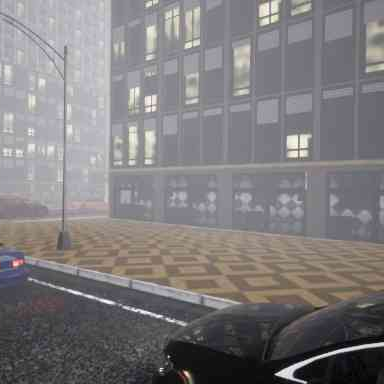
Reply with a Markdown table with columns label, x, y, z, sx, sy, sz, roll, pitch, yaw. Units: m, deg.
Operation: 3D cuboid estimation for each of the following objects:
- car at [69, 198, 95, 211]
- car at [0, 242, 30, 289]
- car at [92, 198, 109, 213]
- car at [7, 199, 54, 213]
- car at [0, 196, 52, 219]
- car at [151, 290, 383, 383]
| label | x | y | z | sx | sy | sz | roll | pitch | yaw |
| --- | --- | --- | --- | --- | --- | --- | --- | --- | --- |
| car | -13.758 | 1.563 | 43.649 | 2.097 | 1.767 | 4.553 | 1 | 0 | 37 |
| car | -6.046 | 1.543 | 8.016 | 5.357 | 1.411 | 2.033 | 0 | 0 | 36 |
| car | -9.183 | 1.828 | 40.120 | 1.752 | 1.417 | 4.829 | 1 | 0 | 37 |
| car | -19.478 | 1.641 | 40.304 | 1.752 | 1.417 | 4.829 | 1 | 0 | 37 |
| car | -15.999 | 1.517 | 30.922 | 2.192 | 1.841 | 5.009 | 1 | 0 | 37 |
| car | 1.874 | 1.505 | 2.346 | 4.892 | 1.490 | 1.837 | 0 | 0 | 35 |
